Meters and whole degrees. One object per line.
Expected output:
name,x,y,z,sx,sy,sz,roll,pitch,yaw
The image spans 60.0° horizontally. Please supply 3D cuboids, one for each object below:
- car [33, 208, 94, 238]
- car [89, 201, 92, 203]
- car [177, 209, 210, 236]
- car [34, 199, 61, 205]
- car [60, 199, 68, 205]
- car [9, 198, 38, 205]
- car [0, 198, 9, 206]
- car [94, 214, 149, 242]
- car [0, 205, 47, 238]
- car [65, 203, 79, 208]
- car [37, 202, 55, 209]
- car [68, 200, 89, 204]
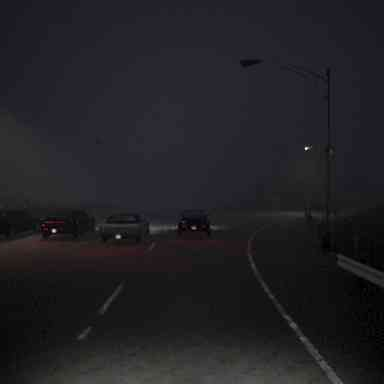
car,-6.904,1.712,19.062,1.837,1.490,4.892,0,-1,0
car,-27.994,3.314,88.390,2.150,2.045,5.566,0,-3,0
car,0.103,1.741,19.938,1.812,1.442,4.674,0,-1,0
car,-24.539,2.323,56.664,1.994,1.385,4.181,0,-2,1
car,-27.995,2.598,72.377,2.150,2.045,5.566,0,-3,0
car,-28.027,1.974,56.513,2.150,2.045,5.566,0,-2,1
car,-31.521,1.966,56.350,2.150,2.045,5.566,0,-2,1
car,-3.396,1.788,17.555,1.895,1.301,4.718,0,-1,0
car,-10.399,1.716,19.051,1.837,1.490,4.892,0,-1,0
car,-31.494,3.652,87.668,1.895,1.301,4.718,0,-3,0
car,-31.495,2.854,71.949,1.837,1.490,4.892,0,-3,0
car,-24.495,2.833,71.984,1.882,1.535,5.008,0,-3,0
